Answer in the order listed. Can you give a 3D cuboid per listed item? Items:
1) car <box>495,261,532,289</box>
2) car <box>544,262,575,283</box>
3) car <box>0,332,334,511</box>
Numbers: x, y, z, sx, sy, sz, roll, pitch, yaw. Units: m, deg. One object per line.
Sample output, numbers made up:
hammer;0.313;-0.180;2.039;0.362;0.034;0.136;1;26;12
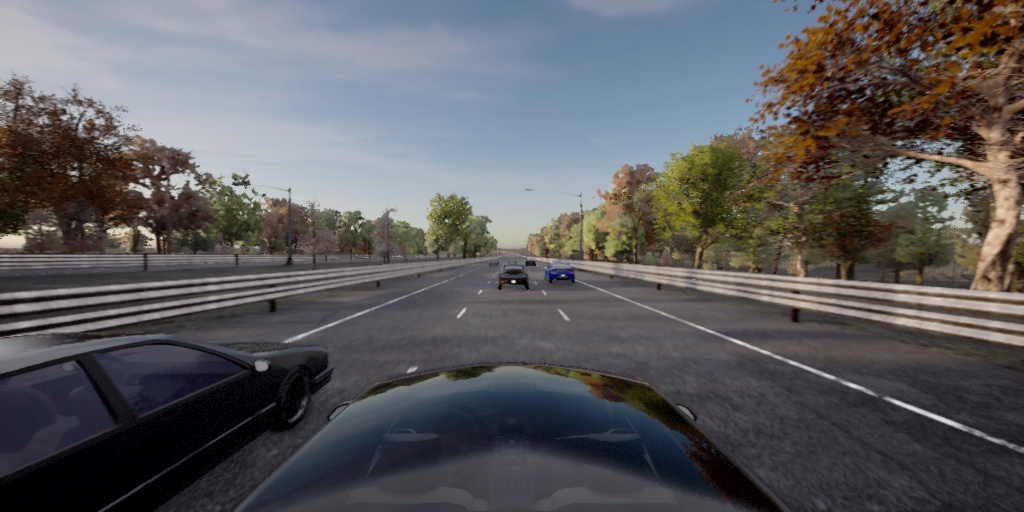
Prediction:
car;0.094;1.248;23.281;1.837;1.490;4.892;0;0;0
car;3.593;1.219;27.677;1.882;1.535;5.008;0;0;0
car;-3.401;1.297;2.522;2.033;1.411;5.357;0;0;0
